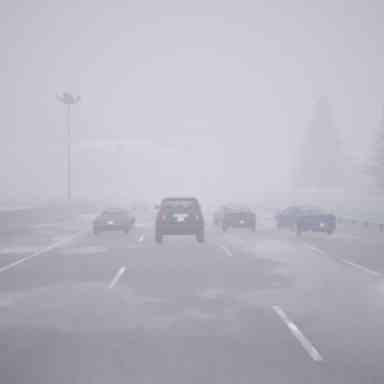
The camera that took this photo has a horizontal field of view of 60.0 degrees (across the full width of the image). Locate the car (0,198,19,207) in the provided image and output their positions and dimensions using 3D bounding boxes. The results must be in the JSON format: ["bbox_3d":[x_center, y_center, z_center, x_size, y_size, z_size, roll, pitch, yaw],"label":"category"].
[{"bbox_3d":[-28.443,1.637,52.621,1.895,1.301,4.718,0,0,-5],"label":"car"}]

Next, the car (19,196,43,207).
[{"bbox_3d":[-24.943,1.378,52.751,2.097,1.767,4.553,0,0,-5],"label":"car"}]

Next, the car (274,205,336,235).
[{"bbox_3d":[6.168,1.456,18.693,1.882,1.535,5.008,0,0,-4],"label":"car"}]

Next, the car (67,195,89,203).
[{"bbox_3d":[-17.986,1.364,53.573,2.097,1.767,4.553,0,0,-5],"label":"car"}]

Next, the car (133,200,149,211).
[{"bbox_3d":[-6.086,1.596,39.058,1.895,1.301,4.718,0,0,-5],"label":"car"}]

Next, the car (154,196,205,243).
[{"bbox_3d":[-0.662,1.215,16.396,2.150,2.045,5.566,0,0,-4],"label":"car"}]

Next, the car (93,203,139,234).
[{"bbox_3d":[-4.421,1.564,19.384,1.994,1.385,4.181,0,0,-5],"label":"car"}]

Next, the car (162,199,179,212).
[{"bbox_3d":[-2.586,1.588,39.212,1.895,1.301,4.718,0,0,-5],"label":"car"}]

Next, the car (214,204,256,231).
[{"bbox_3d":[2.516,1.463,20.463,1.882,1.535,5.008,0,0,-5],"label":"car"}]

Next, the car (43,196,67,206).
[{"bbox_3d":[-21.457,1.371,53.053,2.097,1.767,4.553,0,0,-5],"label":"car"}]
